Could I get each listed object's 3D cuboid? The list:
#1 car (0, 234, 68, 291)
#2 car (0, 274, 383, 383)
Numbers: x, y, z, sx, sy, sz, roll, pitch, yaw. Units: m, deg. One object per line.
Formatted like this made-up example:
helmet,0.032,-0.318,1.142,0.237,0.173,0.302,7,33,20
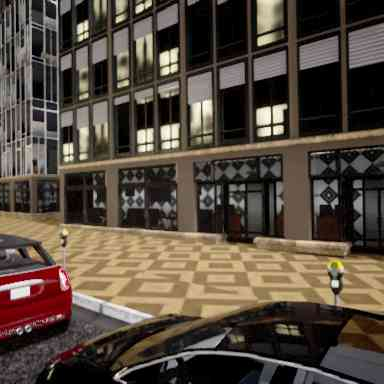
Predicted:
car,-3.948,1.436,5.844,4.097,1.590,1.967,0,-1,37
car,0.627,1.565,2.465,4.313,1.339,1.947,0,-1,36
